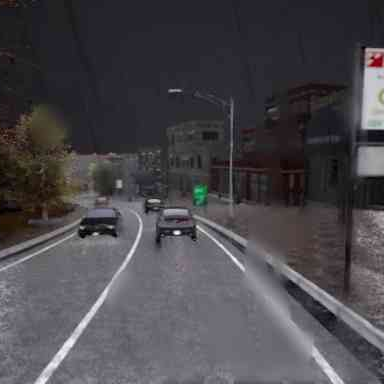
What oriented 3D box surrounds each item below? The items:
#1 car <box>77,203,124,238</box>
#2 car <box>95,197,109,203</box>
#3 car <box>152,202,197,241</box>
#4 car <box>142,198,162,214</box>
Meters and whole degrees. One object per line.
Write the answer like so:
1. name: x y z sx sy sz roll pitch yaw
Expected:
1. car: -4.745 1.550 17.971 2.033 1.411 5.357 -1 0 -7
2. car: -15.649 1.684 57.679 1.812 1.442 4.674 -2 1 -23
3. car: -0.880 1.464 16.452 1.837 1.490 4.892 -1 0 -6
4. car: -4.073 1.417 34.550 1.882 1.535 5.008 -1 0 -13
